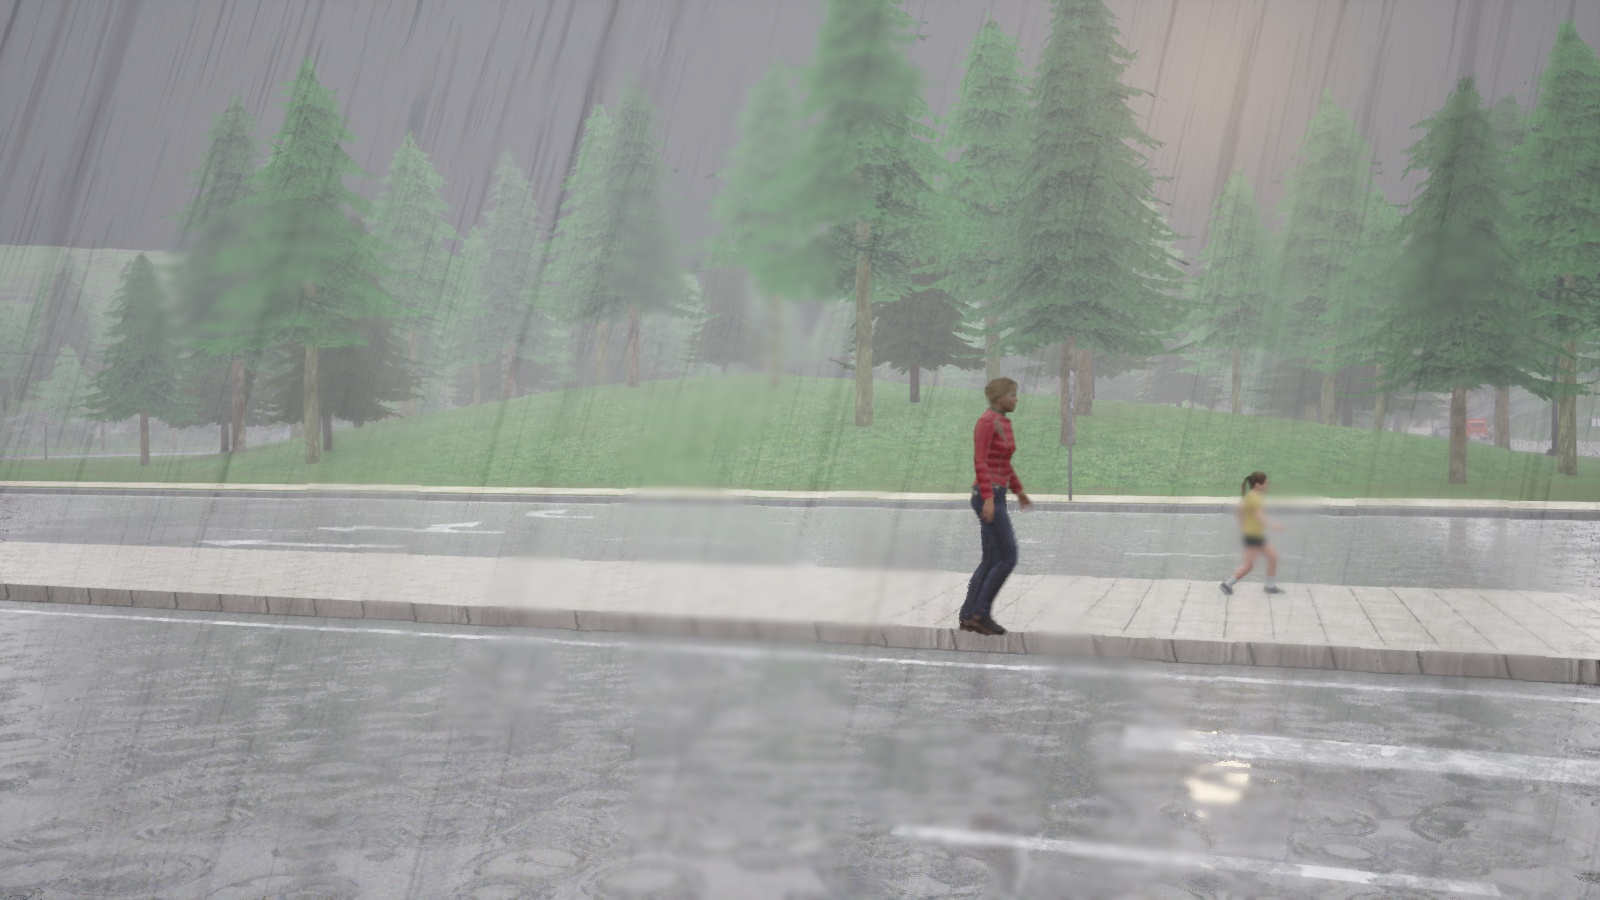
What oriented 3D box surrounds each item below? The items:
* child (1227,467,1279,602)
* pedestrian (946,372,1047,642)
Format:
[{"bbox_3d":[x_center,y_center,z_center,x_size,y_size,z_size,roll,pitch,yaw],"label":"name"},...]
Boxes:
[{"bbox_3d":[3.841,0.707,10.661,0.394,1.110,0.255,1,1,18],"label":"child"},{"bbox_3d":[1.383,0.387,8.829,0.636,1.846,0.331,1,1,19],"label":"pedestrian"}]
